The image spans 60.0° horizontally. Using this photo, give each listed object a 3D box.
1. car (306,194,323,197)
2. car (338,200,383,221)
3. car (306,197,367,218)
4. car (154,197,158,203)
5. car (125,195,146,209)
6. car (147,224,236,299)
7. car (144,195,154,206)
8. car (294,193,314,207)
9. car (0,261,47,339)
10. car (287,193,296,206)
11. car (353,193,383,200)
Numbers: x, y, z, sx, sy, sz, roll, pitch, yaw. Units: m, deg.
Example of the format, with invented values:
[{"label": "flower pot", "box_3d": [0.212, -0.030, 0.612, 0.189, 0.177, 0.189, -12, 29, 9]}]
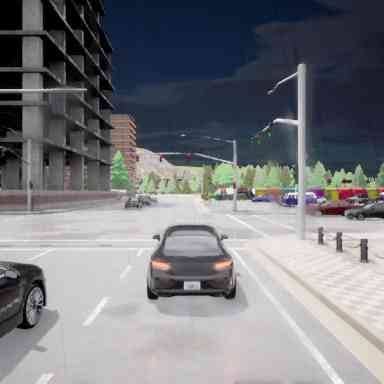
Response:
[{"label": "car", "box_3d": [20.780, 1.451, 56.339, 3.806, 1.475, 1.970, 0, 0, 0]}, {"label": "car", "box_3d": [14.973, 1.581, 27.333, 4.674, 1.442, 1.812, 0, 0, -1]}, {"label": "car", "box_3d": [12.981, 1.533, 30.835, 5.008, 1.535, 1.882, 0, 0, -1]}, {"label": "car", "box_3d": [-8.174, 1.601, 69.008, 1.895, 1.301, 4.718, 0, 0, -1]}, {"label": "car", "box_3d": [-7.968, 1.526, 45.675, 1.812, 1.442, 4.674, 0, 0, 0]}, {"label": "car", "box_3d": [-0.032, 1.526, 8.308, 1.812, 1.442, 4.674, 0, 0, -1]}, {"label": "car", "box_3d": [-8.088, 1.352, 55.754, 2.097, 1.767, 4.553, 0, 0, 0]}, {"label": "car", "box_3d": [20.765, 1.419, 59.234, 3.905, 1.438, 1.784, 0, 0, 0]}, {"label": "car", "box_3d": [-3.488, 1.492, 4.029, 2.128, 1.511, 4.902, 0, 0, 0]}, {"label": "car", "box_3d": [20.700, 1.209, 61.917, 4.605, 1.855, 1.932, 0, 0, 0]}, {"label": "car", "box_3d": [35.730, 1.209, 67.551, 4.605, 1.855, 1.932, 0, 0, 0]}]
